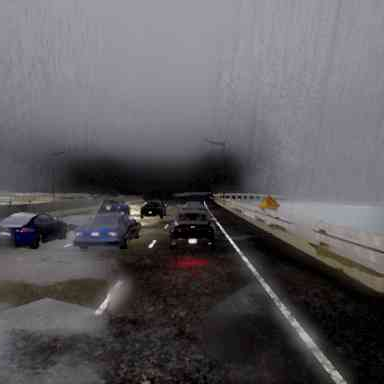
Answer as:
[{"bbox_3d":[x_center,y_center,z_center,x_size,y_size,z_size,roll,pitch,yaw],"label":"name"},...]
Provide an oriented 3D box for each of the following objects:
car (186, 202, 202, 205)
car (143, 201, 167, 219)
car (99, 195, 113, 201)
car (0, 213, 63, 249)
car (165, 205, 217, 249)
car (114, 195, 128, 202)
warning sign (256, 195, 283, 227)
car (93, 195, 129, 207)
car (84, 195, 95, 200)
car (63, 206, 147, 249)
[{"bbox_3d":[0.159,1.568,29.364,2.033,1.411,5.357,0,0,1],"label":"car"},{"bbox_3d":[-3.340,1.490,29.401,1.882,1.535,5.008,0,0,1],"label":"car"},{"bbox_3d":[-19.924,1.442,77.045,1.994,1.385,4.181,0,0,2],"label":"car"},{"bbox_3d":[-6.961,1.577,14.466,1.994,1.385,4.181,0,0,0],"label":"car"},{"bbox_3d":[0.039,1.521,14.429,1.837,1.490,4.892,0,0,0],"label":"car"},{"bbox_3d":[-16.426,1.414,76.944,2.128,1.511,4.902,0,0,2],"label":"car"},{"bbox_3d":[4.608,1.119,19.845,1.300,1.860,1.060,-1,-1,0],"label":"warning sign"},{"bbox_3d":[-6.841,1.372,29.409,2.097,1.767,4.553,0,0,1],"label":"car"},{"bbox_3d":[-23.423,1.416,77.148,2.128,1.511,4.902,0,0,2],"label":"car"},{"bbox_3d":[-3.461,1.567,14.447,2.033,1.411,5.357,0,0,0],"label":"car"}]
